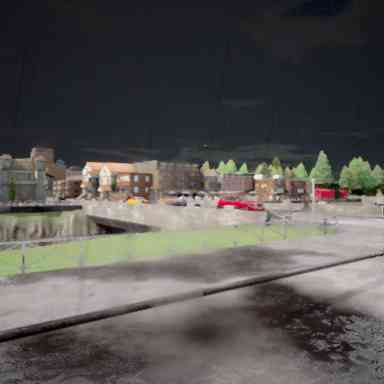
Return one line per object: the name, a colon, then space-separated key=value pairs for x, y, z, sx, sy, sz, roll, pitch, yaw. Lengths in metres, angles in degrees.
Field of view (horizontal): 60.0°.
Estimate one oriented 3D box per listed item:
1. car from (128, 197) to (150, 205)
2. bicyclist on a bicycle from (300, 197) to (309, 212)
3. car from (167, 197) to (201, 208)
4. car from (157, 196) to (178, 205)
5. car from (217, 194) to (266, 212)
car: x=-8.385 y=1.515 z=52.482 sx=1.882 sy=1.535 sz=5.008 roll=0 pitch=0 yaw=-35
bicyclist on a bicycle: x=12.652 y=1.398 z=37.387 sx=1.656 sy=1.620 sz=0.582 roll=0 pitch=0 yaw=-36
car: x=-0.833 y=1.638 z=41.818 sx=1.895 sy=1.301 sz=4.718 roll=0 pitch=0 yaw=-35
car: x=-3.670 y=1.396 z=53.008 sx=2.097 sy=1.767 sz=4.553 roll=0 pitch=0 yaw=-36
car: x=4.893 y=1.258 z=33.801 sx=2.150 sy=2.045 sz=5.566 roll=0 pitch=0 yaw=-36
